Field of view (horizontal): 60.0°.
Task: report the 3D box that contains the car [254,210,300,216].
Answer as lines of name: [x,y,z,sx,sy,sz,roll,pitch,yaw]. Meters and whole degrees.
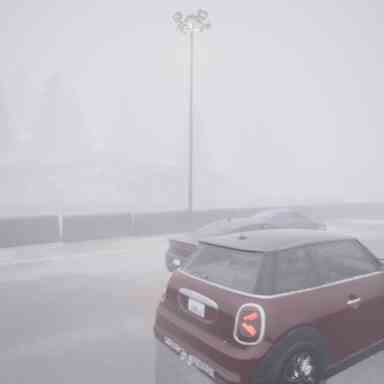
car: [1.666,1.482,9.258,5.008,1.535,1.882,0,0,-35]

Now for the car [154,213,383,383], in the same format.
car: [1.786,1.356,5.057,4.553,1.767,2.097,0,0,-35]

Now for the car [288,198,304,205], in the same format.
car: [13.885,1.415,39.692,4.181,1.385,1.994,-1,0,-35]

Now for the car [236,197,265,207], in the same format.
car: [8.434,1.414,44.408,5.357,1.411,2.033,-1,0,-35]

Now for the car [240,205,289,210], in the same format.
car: [4.272,1.521,15.417,4.674,1.442,1.812,0,0,-36]

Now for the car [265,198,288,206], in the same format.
car: [11.832,1.415,42.525,4.181,1.385,1.994,-1,0,-35]

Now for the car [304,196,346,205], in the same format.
car: [14.645,1.219,35.939,4.553,1.767,2.097,-1,0,-35]
